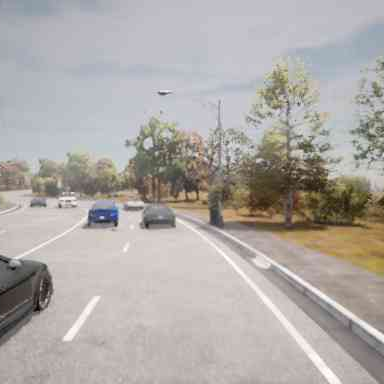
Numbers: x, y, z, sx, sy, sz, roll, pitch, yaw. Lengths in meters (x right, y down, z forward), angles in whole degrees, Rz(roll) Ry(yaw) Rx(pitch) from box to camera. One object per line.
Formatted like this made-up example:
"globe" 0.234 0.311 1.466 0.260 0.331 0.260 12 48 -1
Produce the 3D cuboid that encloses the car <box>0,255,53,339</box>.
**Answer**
"car" -3.693 1.552 4.965 1.994 1.385 4.181 0 0 -3

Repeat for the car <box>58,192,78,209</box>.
"car" -16.113 1.056 43.218 2.150 2.045 5.566 0 0 -22

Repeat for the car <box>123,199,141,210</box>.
"car" -7.031 1.442 39.620 1.895 1.301 4.718 0 0 -19

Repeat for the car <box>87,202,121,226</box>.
"car" -5.929 1.390 22.594 1.882 1.535 5.008 0 0 -11

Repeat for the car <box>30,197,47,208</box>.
"car" -20.653 1.391 44.853 1.994 1.385 4.181 0 0 -24

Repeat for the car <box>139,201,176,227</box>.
"car" -2.266 1.472 22.029 1.994 1.385 4.181 0 0 -11
